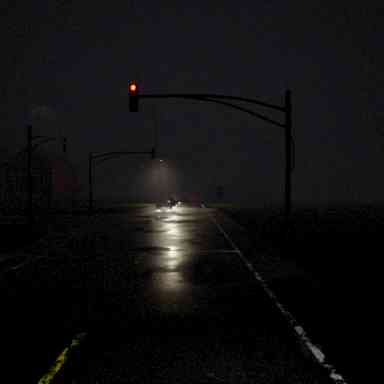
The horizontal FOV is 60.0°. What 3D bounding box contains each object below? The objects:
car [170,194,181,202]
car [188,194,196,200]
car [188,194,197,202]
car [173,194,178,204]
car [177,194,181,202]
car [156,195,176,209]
[{"bbox_3d":[-3.501,1.266,72.458,2.097,1.767,4.553,0,0,0],"label":"car"},{"bbox_3d":[-0.004,1.387,86.362,1.837,1.490,4.892,0,0,0],"label":"car"},{"bbox_3d":[0.070,1.485,70.066,1.994,1.385,4.181,0,0,0],"label":"car"},{"bbox_3d":[-3.581,1.479,53.131,1.812,1.442,4.674,0,0,0],"label":"car"},{"bbox_3d":[-3.562,1.416,62.482,1.882,1.535,5.008,0,0,1],"label":"car"},{"bbox_3d":[-3.591,1.530,44.470,1.994,1.385,4.181,0,0,0],"label":"car"}]
